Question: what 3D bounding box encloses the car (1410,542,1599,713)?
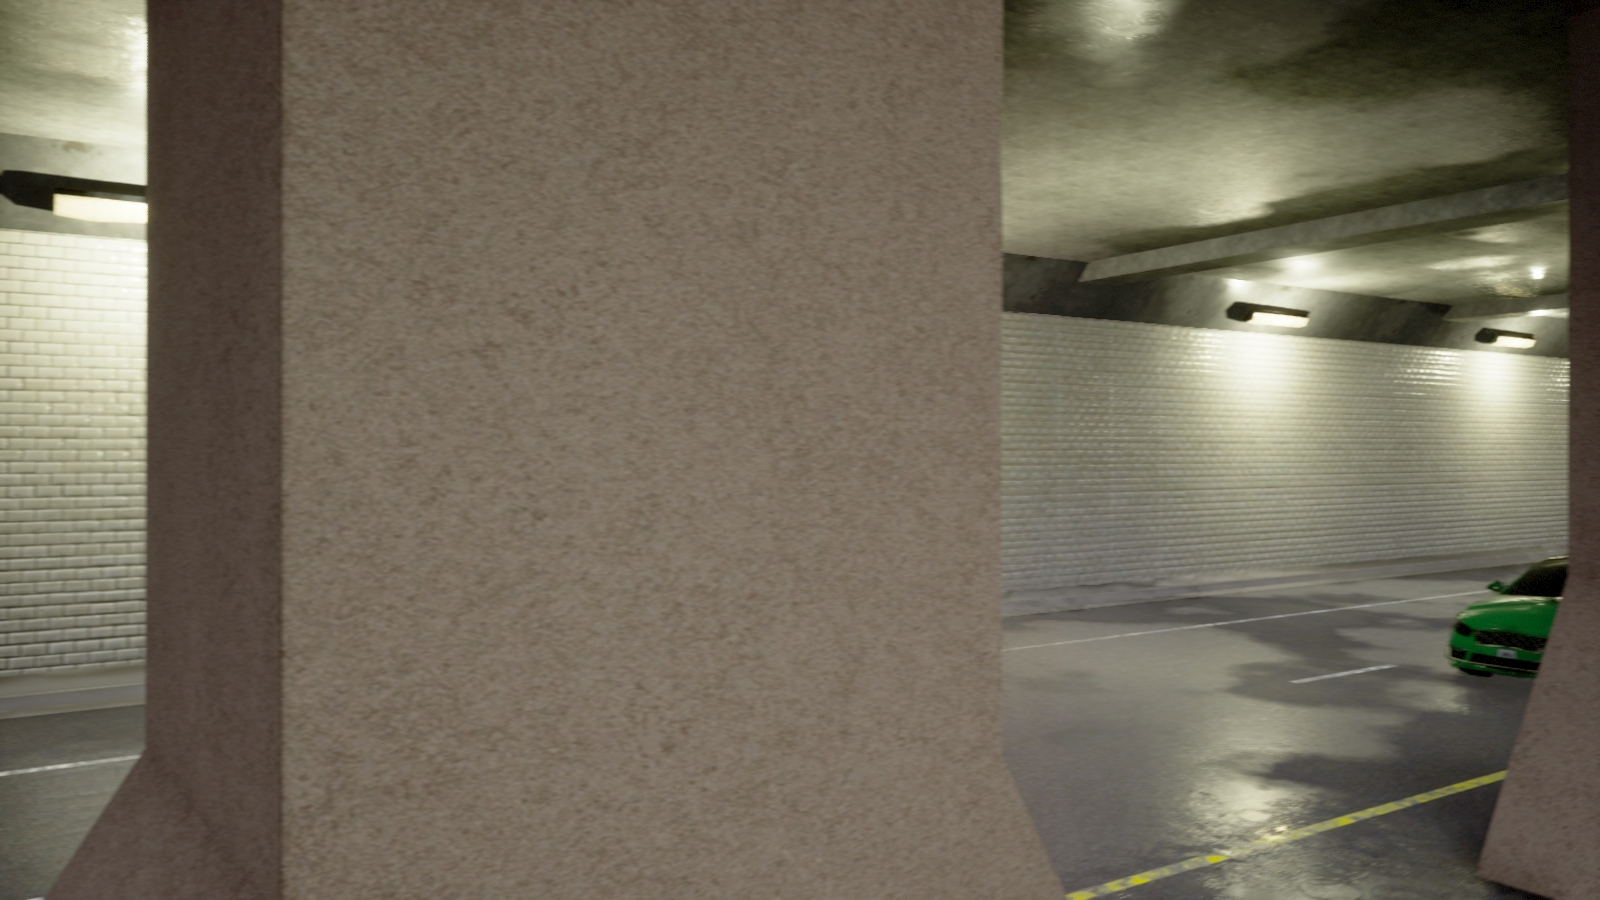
[{"bbox_3d":[10.080,2.059,14.230,4.892,1.480,2.231,0,0,-32],"label":"car"}]
